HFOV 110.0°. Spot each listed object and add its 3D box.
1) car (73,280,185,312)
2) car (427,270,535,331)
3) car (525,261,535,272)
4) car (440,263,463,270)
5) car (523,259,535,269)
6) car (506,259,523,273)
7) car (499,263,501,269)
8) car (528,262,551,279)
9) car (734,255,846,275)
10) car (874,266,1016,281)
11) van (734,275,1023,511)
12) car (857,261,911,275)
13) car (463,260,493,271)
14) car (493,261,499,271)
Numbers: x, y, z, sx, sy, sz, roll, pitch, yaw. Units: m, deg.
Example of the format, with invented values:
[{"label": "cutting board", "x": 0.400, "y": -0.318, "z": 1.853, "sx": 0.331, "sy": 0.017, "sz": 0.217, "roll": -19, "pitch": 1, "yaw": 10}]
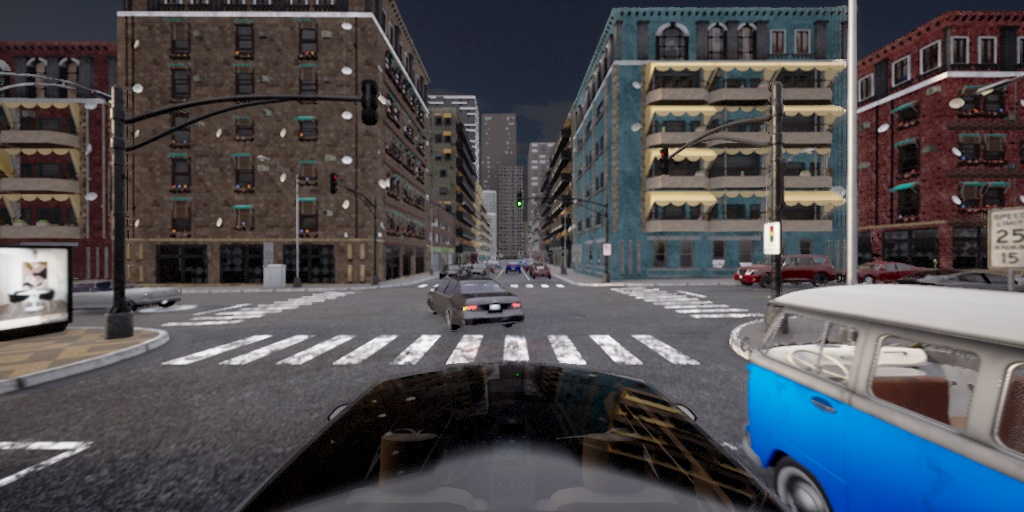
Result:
[{"label": "car", "x": -16.658, "y": 1.639, "z": 14.887, "sx": 4.718, "sy": 1.301, "sz": 1.895, "roll": -1, "pitch": 0, "yaw": -1}, {"label": "car", "x": -1.389, "y": 1.337, "z": 11.292, "sx": 2.033, "sy": 1.411, "sz": 5.357, "roll": 0, "pitch": 0, "yaw": -22}, {"label": "car", "x": 2.748, "y": 1.482, "z": 39.224, "sx": 1.948, "sy": 1.339, "sz": 4.313, "roll": 0, "pitch": 0, "yaw": 0}, {"label": "car", "x": -5.642, "y": 1.456, "z": 33.726, "sx": 1.948, "sy": 1.339, "sz": 4.313, "roll": 0, "pitch": 0, "yaw": 0}, {"label": "car", "x": 2.766, "y": 1.514, "z": 50.270, "sx": 1.888, "sy": 1.381, "sz": 4.507, "roll": 0, "pitch": 0, "yaw": 0}, {"label": "car", "x": 0.173, "y": 1.434, "z": 47.815, "sx": 1.882, "sy": 1.535, "sz": 5.008, "roll": 0, "pitch": 0, "yaw": 0}, {"label": "car", "x": -2.953, "y": 1.552, "z": 62.134, "sx": 1.812, "sy": 1.442, "sz": 4.674, "roll": 0, "pitch": -1, "yaw": 1}, {"label": "car", "x": 2.739, "y": 1.472, "z": 33.700, "sx": 1.802, "sy": 1.307, "sz": 4.207, "roll": 0, "pitch": 0, "yaw": 0}, {"label": "car", "x": 15.802, "y": 0.863, "z": 20.841, "sx": 5.009, "sy": 1.841, "sz": 2.192, "roll": 0, "pitch": 0, "yaw": 0}, {"label": "car", "x": 15.810, "y": 1.144, "z": 12.461, "sx": 4.313, "sy": 1.339, "sz": 1.948, "roll": 0, "pitch": 0, "yaw": 0}, {"label": "van", "x": 2.688, "y": 1.089, "z": 1.307, "sx": 1.690, "sy": 1.789, "sz": 3.998, "roll": 0, "pitch": 0, "yaw": 0}, {"label": "car", "x": 21.373, "y": 1.013, "z": 20.873, "sx": 4.507, "sy": 1.381, "sz": 1.888, "roll": 0, "pitch": 0, "yaw": 0}, {"label": "car", "x": -3.040, "y": 1.392, "z": 33.068, "sx": 1.837, "sy": 1.490, "sz": 4.892, "roll": 0, "pitch": 0, "yaw": 0}, {"label": "car", "x": -3.021, "y": 1.539, "z": 43.991, "sx": 1.895, "sy": 1.301, "sz": 4.718, "roll": 0, "pitch": 0, "yaw": 0}]
